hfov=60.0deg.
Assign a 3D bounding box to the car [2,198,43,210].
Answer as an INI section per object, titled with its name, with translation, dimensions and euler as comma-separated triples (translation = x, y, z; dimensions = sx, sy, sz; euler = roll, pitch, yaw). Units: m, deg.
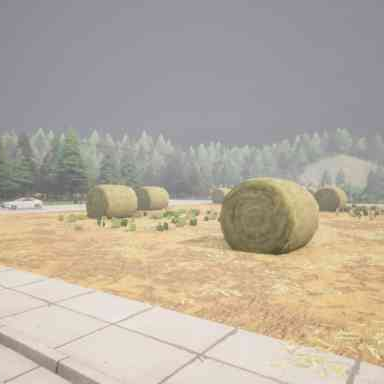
[car]
translation = -20.570, 1.428, 40.541
dimensions = 1.812, 1.442, 4.674
euler = 0, 1, 37
